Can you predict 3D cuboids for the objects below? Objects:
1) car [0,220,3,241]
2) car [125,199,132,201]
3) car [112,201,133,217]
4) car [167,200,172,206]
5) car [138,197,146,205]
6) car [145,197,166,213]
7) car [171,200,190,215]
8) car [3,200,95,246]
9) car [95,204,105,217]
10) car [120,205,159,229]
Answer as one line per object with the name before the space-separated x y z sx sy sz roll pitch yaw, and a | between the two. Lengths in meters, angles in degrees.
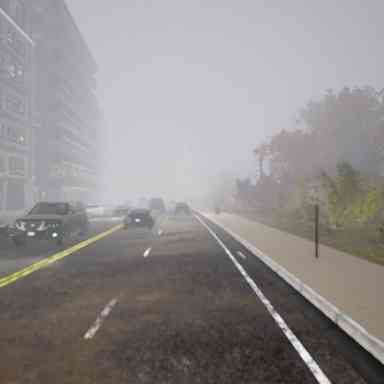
car | -10.098 1.773 15.273 1.994 1.385 4.181 0 -1 -1
car | -13.966 2.416 72.852 1.837 1.490 4.892 0 -1 -7
car | -7.642 2.058 37.114 1.994 1.385 4.181 0 -1 -3
car | -4.594 2.493 76.513 1.994 1.385 4.181 0 -1 -7
car | -10.738 2.136 73.225 2.150 2.045 5.566 0 -1 -7
car | -4.921 1.811 46.658 2.150 2.045 5.566 0 -1 -4
car | -1.286 2.019 40.938 1.837 1.490 4.892 0 -1 -4
car | -6.884 1.446 16.839 2.150 2.045 5.566 0 -1 -2
car | -10.880 2.009 36.784 1.812 1.442 4.674 0 -1 -3
car | -3.683 1.874 24.049 1.994 1.385 4.181 0 -1 -2
